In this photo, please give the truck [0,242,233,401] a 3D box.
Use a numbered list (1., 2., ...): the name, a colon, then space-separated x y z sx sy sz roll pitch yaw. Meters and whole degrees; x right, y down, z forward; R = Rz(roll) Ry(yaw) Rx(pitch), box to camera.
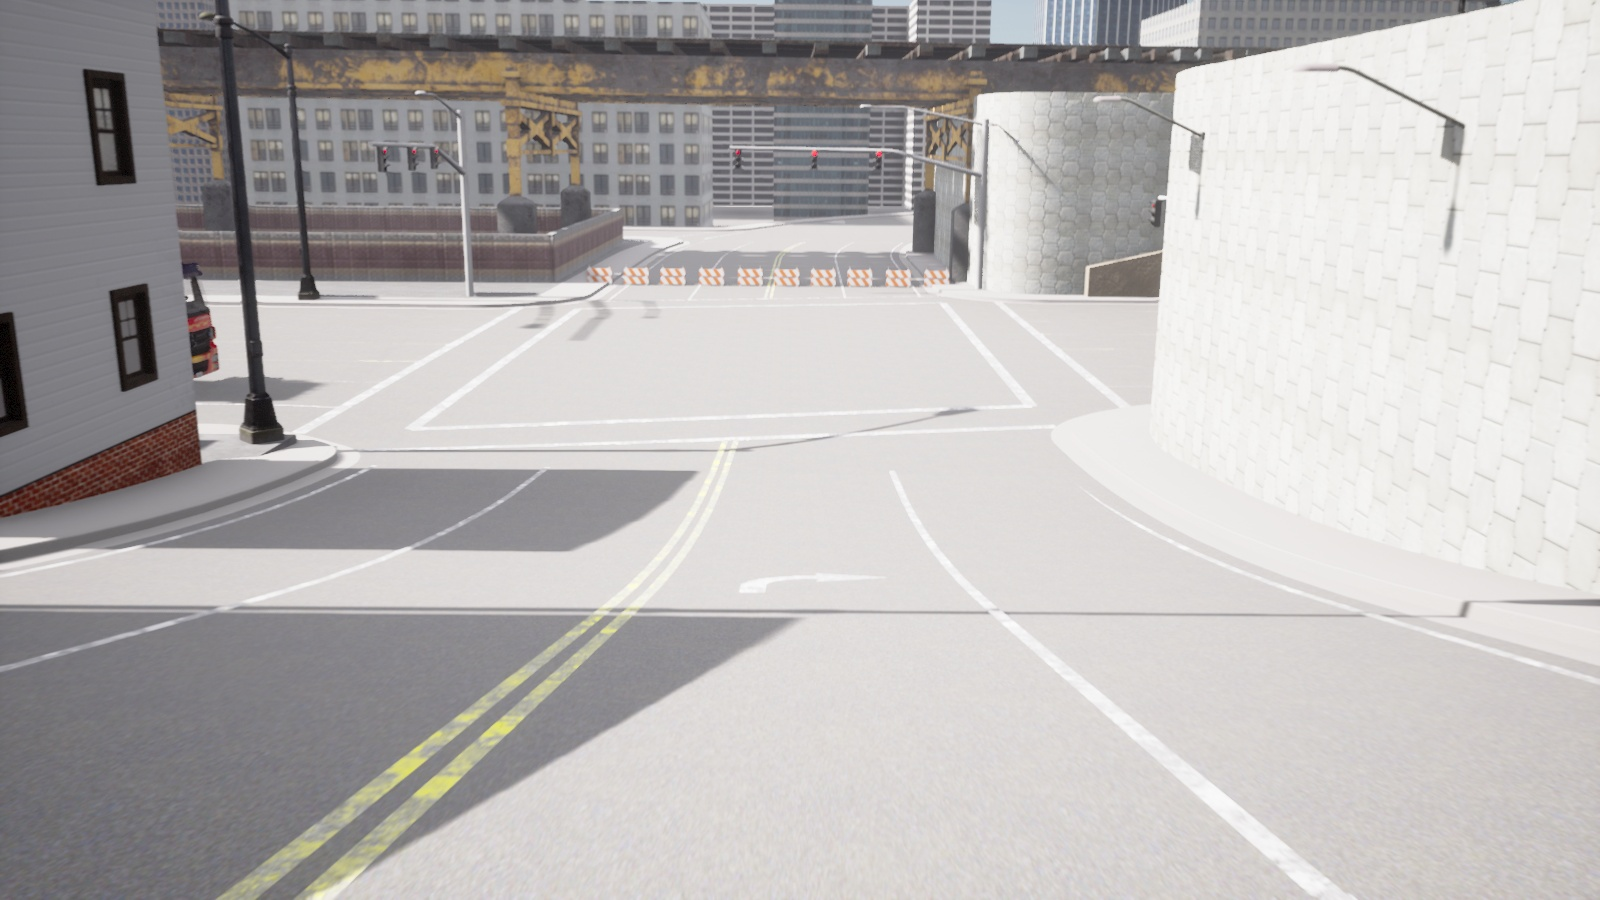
1. truck: -20.333 -3.543 33.875 8.468 3.827 2.891 1 14 1
